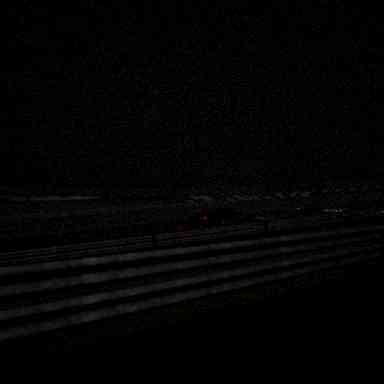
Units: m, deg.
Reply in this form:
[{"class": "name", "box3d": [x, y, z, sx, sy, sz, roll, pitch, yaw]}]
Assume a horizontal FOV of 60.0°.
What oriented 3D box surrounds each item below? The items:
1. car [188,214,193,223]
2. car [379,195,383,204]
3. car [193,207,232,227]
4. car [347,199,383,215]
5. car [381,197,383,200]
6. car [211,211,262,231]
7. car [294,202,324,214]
[{"class": "car", "box3d": [1.894, 3.015, 39.839, 4.902, 1.511, 2.128, -4, 2, -25]}, {"class": "car", "box3d": [32.745, 1.063, 54.127, 4.181, 1.385, 1.994, -4, 2, -25]}, {"class": "car", "box3d": [3.381, 2.728, 36.668, 5.566, 2.045, 2.150, -4, 2, -25]}, {"class": "car", "box3d": [21.195, 2.054, 41.064, 4.181, 1.385, 1.994, -4, 2, -25]}, {"class": "car", "box3d": [30.590, 1.287, 49.272, 4.674, 1.442, 1.812, -4, 2, -25]}, {"class": "car", "box3d": [4.838, 3.059, 33.488, 4.902, 1.511, 2.128, -4, 2, -25]}, {"class": "car", "box3d": [16.440, 2.127, 46.576, 4.181, 1.385, 1.994, -4, 2, -25]}]
